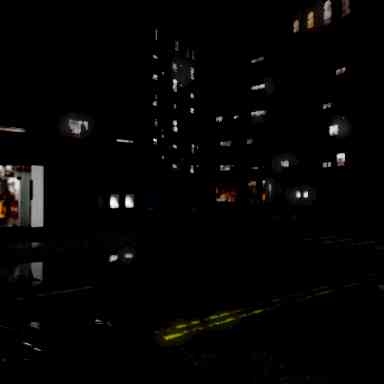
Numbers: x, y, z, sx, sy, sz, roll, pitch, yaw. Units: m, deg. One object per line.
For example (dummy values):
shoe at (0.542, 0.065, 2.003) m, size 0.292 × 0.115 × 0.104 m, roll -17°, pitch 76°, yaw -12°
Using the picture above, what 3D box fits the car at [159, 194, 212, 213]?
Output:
car at (-0.339, 1.127, 29.404) m, size 4.403 × 1.369 × 2.008 m, roll 1°, pitch 0°, yaw 37°

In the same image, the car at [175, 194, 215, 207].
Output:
car at (0.321, 1.027, 39.402) m, size 4.403 × 1.369 × 2.008 m, roll 1°, pitch 0°, yaw 37°

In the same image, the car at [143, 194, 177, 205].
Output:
car at (-4.091, 0.949, 42.728) m, size 4.206 × 1.307 × 1.802 m, roll 1°, pitch 0°, yaw 37°

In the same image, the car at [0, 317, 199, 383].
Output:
car at (-2.132, 1.505, 1.886) m, size 4.892 × 1.490 × 1.837 m, roll 0°, pitch 0°, yaw -35°

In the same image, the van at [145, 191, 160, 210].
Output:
van at (-4.745, 0.808, 32.732) m, size 3.998 × 1.788 × 1.690 m, roll 1°, pitch 0°, yaw 37°
